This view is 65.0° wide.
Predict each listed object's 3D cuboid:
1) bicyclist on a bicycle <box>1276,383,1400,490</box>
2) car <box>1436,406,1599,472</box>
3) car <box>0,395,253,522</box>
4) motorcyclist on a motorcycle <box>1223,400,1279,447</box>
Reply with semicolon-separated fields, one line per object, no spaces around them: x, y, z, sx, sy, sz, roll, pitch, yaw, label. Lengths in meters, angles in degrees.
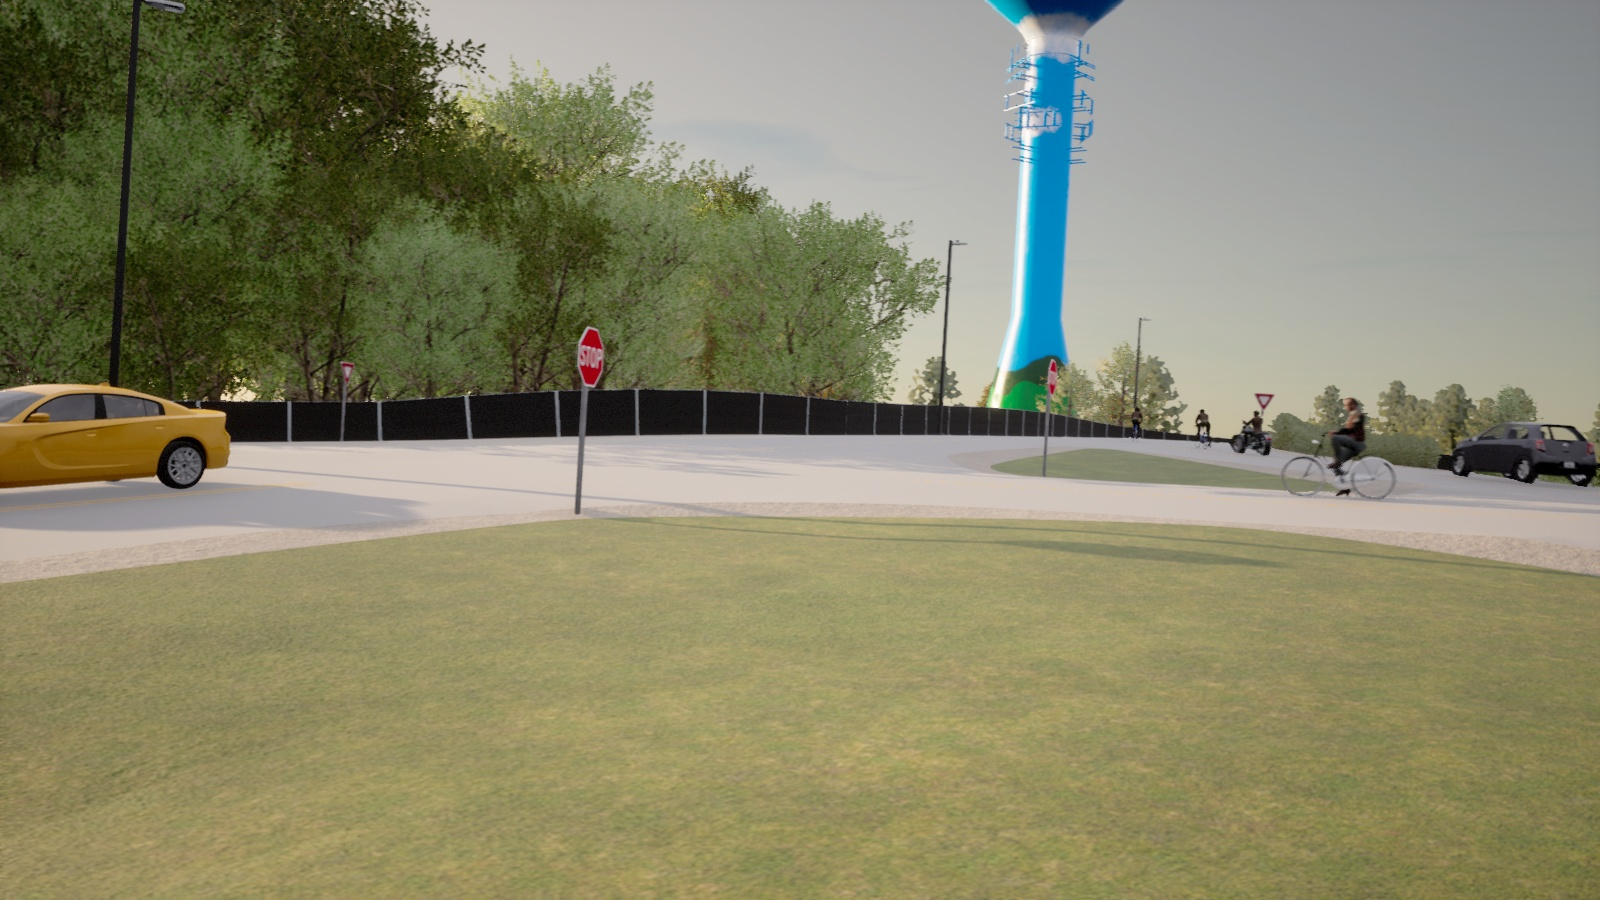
9.234;-0.231;21.608;1.843;1.776;0.659;1;0;12;bicyclist on a bicycle
18.057;-0.321;31.656;1.845;1.501;3.633;2;2;-6;car
-10.462;0.048;17.586;1.882;1.535;5.008;2;4;28;car
16.255;-0.976;45.323;0.766;1.649;2.350;1;2;-11;motorcyclist on a motorcycle
